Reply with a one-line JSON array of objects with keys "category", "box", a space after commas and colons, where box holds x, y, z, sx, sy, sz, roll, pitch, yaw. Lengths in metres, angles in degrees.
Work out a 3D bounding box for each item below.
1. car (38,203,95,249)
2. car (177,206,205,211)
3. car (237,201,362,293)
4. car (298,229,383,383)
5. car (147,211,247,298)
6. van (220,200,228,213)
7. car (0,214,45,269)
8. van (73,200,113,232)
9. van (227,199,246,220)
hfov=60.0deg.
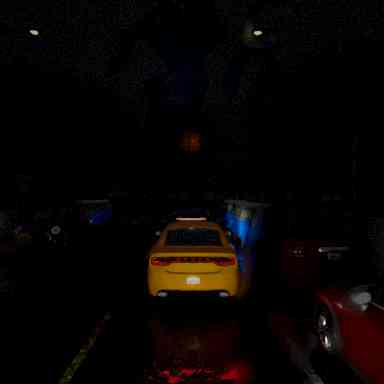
[{"category": "car", "box": [-5.838, 1.441, 14.154, 1.967, 1.590, 4.097, 0, 0, 0]}, {"category": "car", "box": [-0.051, 1.493, 18.092, 2.128, 1.511, 4.902, 0, 0, 0]}, {"category": "car", "box": [2.716, 1.315, 8.763, 2.192, 1.841, 5.009, 0, 0, 0]}, {"category": "car", "box": [2.746, 1.440, 3.325, 1.967, 1.590, 4.097, 0, 0, 0]}, {"category": "car", "box": [0.038, 1.478, 8.590, 1.882, 1.535, 5.008, 0, 0, 0]}, {"category": "van", "box": [2.657, 1.343, 19.638, 1.690, 1.788, 3.998, 0, 0, 0]}, {"category": "car", "box": [-5.808, 1.526, 8.547, 1.752, 1.417, 4.829, 0, 0, 0]}, {"category": "van", "box": [-5.868, 1.343, 19.592, 1.690, 1.788, 3.998, 0, 0, 0]}, {"category": "van", "box": [2.687, 1.342, 14.200, 1.690, 1.788, 3.998, 0, 0, 0]}]
